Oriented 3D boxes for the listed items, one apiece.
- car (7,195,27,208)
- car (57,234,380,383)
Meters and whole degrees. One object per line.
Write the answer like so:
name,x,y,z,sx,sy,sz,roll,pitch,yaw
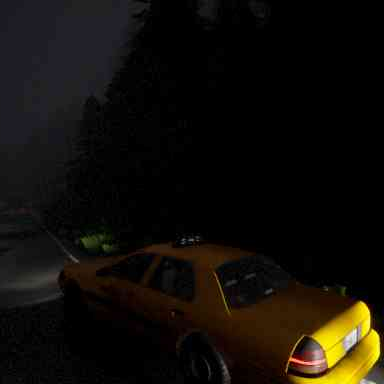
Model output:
car,-21.064,1.057,40.111,2.128,1.511,4.902,-2,2,-26
car,-0.250,1.417,5.097,5.366,1.575,1.801,1,1,44
